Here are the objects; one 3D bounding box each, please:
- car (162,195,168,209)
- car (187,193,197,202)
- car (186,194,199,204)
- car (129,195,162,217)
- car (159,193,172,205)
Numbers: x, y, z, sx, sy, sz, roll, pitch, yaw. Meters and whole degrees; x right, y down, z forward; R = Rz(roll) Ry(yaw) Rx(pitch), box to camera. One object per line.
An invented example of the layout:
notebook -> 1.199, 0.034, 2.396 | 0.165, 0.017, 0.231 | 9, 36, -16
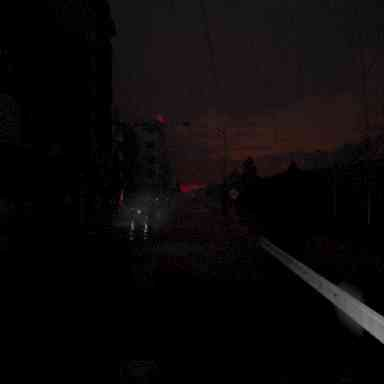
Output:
car -> -4.101, 1.307, 37.520 | 1.895, 1.301, 4.718 | 0, 0, 0
car -> -0.017, 1.028, 63.590 | 1.812, 1.442, 4.674 | 0, 0, 0
car -> 0.083, 1.058, 53.596 | 1.882, 1.535, 5.008 | 0, 0, 0
car -> -4.105, 1.270, 28.236 | 2.128, 1.511, 4.902 | 0, 0, 0
car -> -4.068, 0.980, 47.565 | 2.097, 1.767, 4.553 | 0, 0, 0
